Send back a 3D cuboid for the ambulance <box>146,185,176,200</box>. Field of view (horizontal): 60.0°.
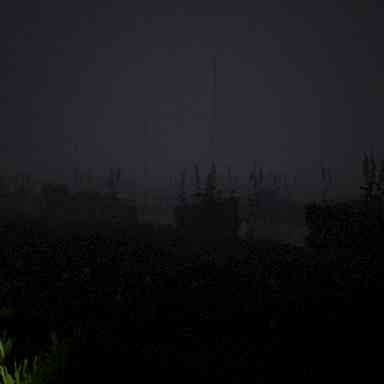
[{"bbox_3d":[-4.629,0.063,53.172,2.351,2.431,6.366,1,-1,43],"label":"ambulance"}]
